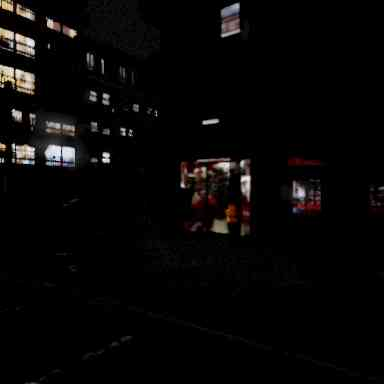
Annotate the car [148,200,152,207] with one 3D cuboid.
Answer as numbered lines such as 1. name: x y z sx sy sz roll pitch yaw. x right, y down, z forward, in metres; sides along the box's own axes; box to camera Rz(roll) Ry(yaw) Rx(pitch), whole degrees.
1. car: -3.158 0.983 38.151 1.947 1.339 4.313 1 2 35

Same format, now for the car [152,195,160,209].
1. car: -1.114 0.965 31.192 1.882 1.535 5.008 0 1 35

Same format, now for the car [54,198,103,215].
1. car: -9.792 1.164 28.971 1.947 1.339 4.313 1 2 35
